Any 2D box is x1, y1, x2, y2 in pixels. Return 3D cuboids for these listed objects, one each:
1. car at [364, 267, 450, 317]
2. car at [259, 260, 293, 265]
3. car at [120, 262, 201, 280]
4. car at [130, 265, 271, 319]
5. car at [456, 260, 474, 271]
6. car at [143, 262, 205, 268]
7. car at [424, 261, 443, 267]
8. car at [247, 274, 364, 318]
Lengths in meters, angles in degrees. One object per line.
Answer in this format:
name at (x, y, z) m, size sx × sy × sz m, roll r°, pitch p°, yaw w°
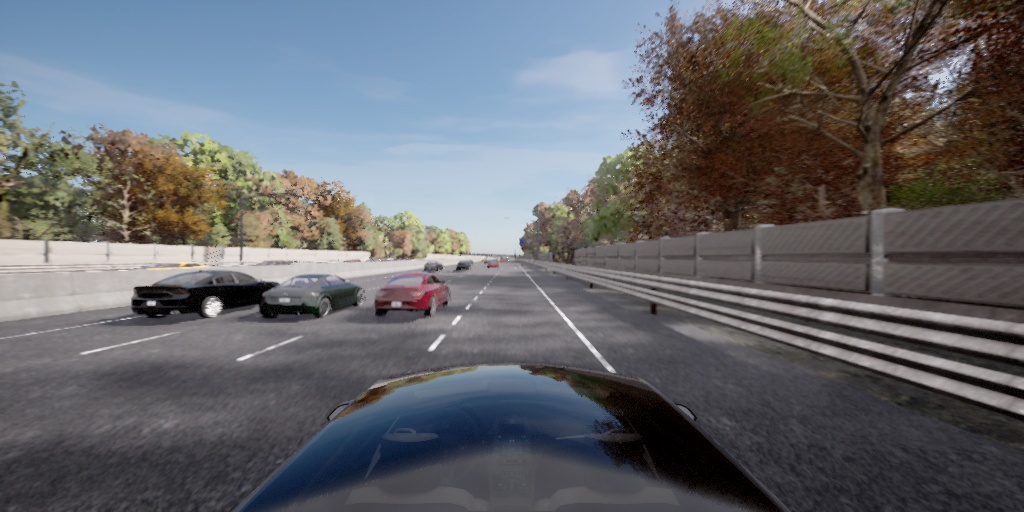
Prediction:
car at (-3.499, 1.307, 13.168) m, size 1.812 × 1.442 × 4.674 m, roll 0°, pitch 0°, yaw 0°
car at (-21.029, 1.141, 31.425) m, size 2.097 × 1.767 × 4.553 m, roll 0°, pitch 0°, yaw 0°
car at (-31.509, 1.306, 32.428) m, size 2.033 × 1.411 × 5.357 m, roll 0°, pitch 0°, yaw 0°
car at (-10.496, 1.234, 12.910) m, size 1.882 × 1.535 × 5.008 m, roll 0°, pitch 0°, yaw 0°
car at (-7.000, 1.423, 52.512) m, size 1.837 × 1.490 × 4.892 m, roll 0°, pitch 0°, yaw 0°
car at (-28.028, 1.240, 30.296) m, size 1.882 × 1.535 × 5.008 m, roll 0°, pitch -1°, yaw 1°
car at (-10.499, 1.379, 48.142) m, size 2.128 × 1.511 × 4.902 m, roll 0°, pitch 0°, yaw 0°
car at (-6.999, 1.333, 13.030) m, size 1.994 × 1.385 × 4.181 m, roll 0°, pitch 0°, yaw 0°
